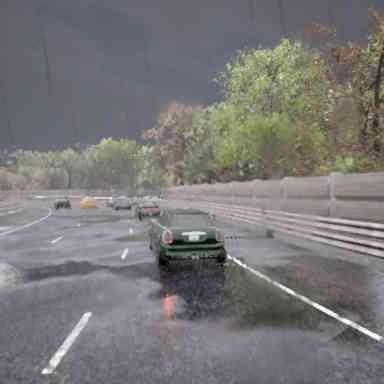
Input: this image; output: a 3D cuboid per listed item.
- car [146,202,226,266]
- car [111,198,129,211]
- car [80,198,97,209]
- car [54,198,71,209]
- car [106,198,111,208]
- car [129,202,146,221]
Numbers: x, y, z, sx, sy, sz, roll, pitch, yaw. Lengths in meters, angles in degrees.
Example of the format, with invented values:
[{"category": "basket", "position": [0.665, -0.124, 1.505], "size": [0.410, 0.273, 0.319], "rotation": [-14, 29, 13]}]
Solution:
[{"category": "car", "position": [-0.352, 1.374, 11.899], "size": [2.097, 1.767, 4.553], "rotation": [0, 0, -11]}, {"category": "car", "position": [-9.164, 1.684, 43.853], "size": [1.994, 1.385, 4.181], "rotation": [0, 0, -18]}, {"category": "car", "position": [-15.264, 1.636, 48.903], "size": [1.882, 1.535, 5.008], "rotation": [0, 0, -27]}, {"category": "car", "position": [-18.655, 1.651, 47.848], "size": [1.882, 1.535, 5.008], "rotation": [0, 0, -27]}, {"category": "car", "position": [-11.452, 1.647, 49.277], "size": [1.837, 1.490, 4.892], "rotation": [0, 0, -28]}, {"category": "car", "position": [-3.847, 1.558, 28.400], "size": [2.128, 1.511, 4.902], "rotation": [0, 0, -15]}]
